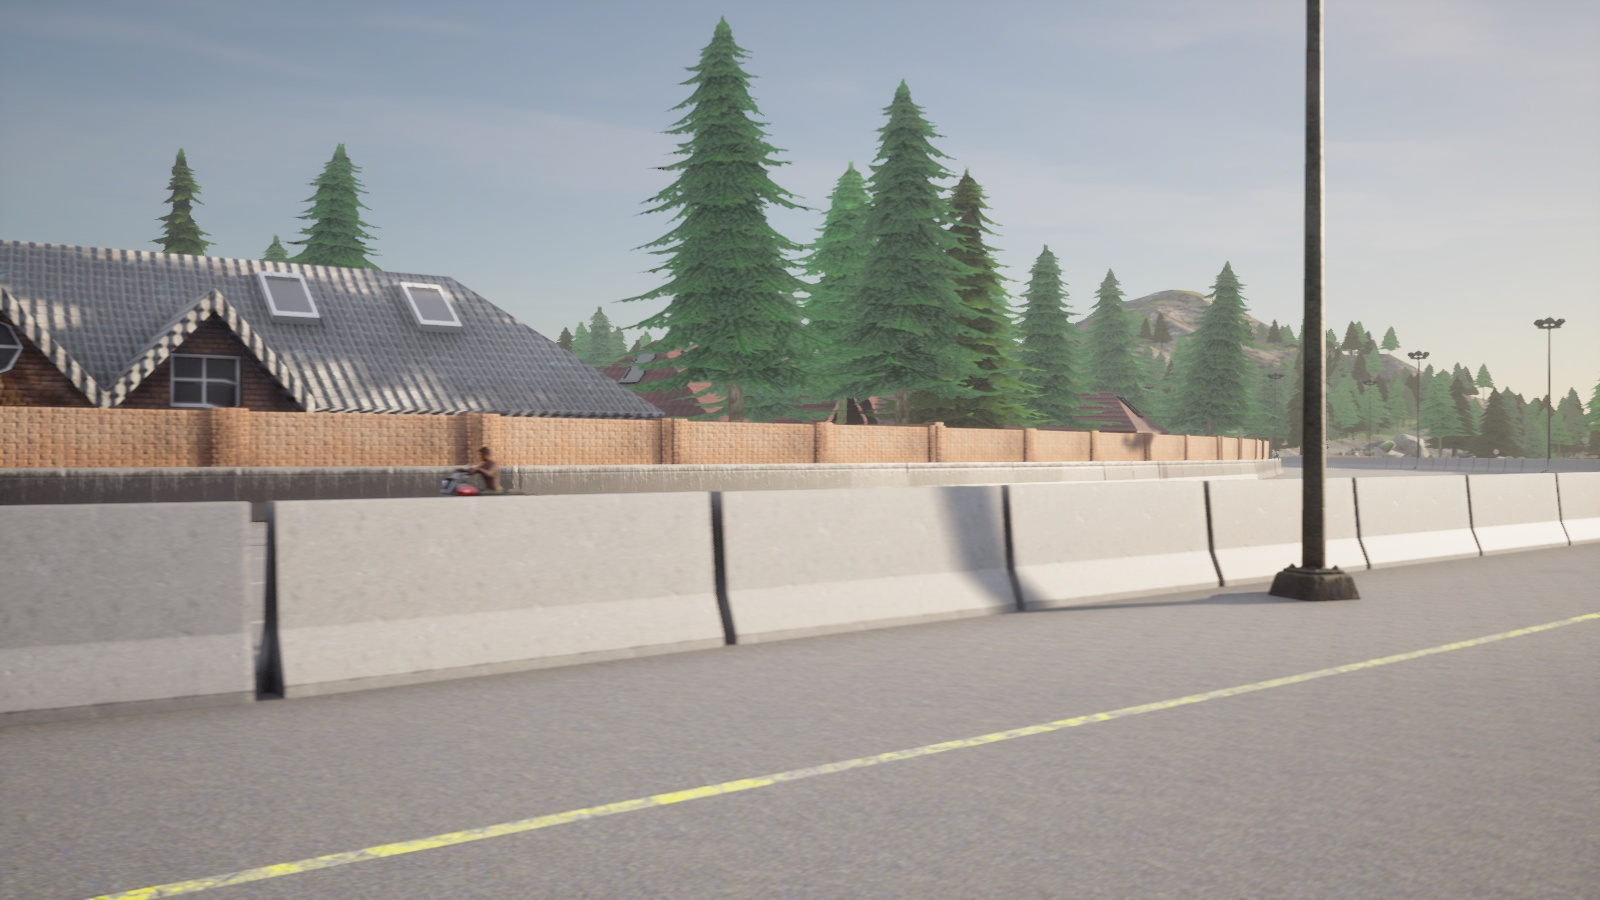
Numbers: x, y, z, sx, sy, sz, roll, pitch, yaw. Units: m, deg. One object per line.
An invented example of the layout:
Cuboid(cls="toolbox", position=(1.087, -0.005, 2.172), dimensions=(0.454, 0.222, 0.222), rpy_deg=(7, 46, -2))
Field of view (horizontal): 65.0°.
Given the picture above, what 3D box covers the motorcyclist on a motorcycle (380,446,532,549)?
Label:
Cuboid(cls="motorcyclist on a motorcycle", position=(-5.789, 0.767, 21.215), dimensions=(2.350, 1.649, 0.766), rpy_deg=(0, -1, -38))
